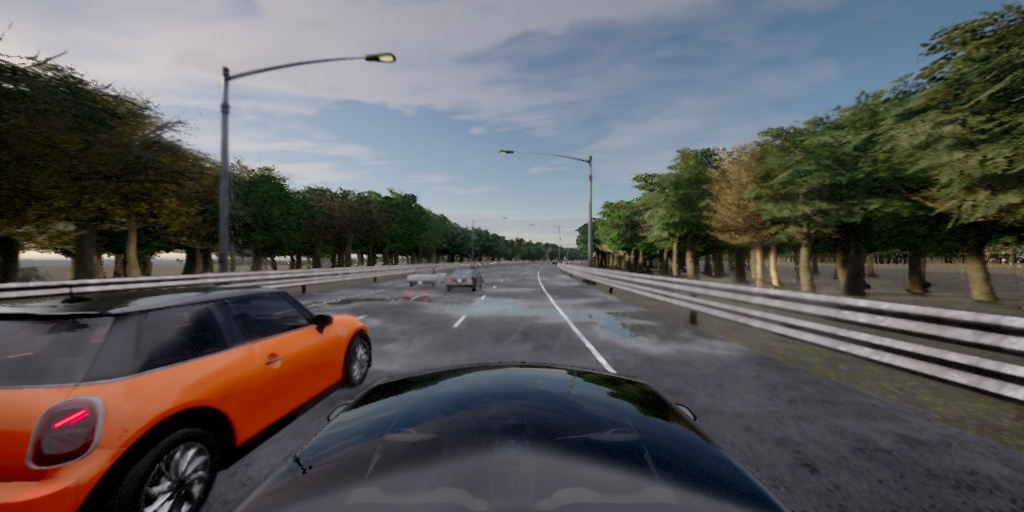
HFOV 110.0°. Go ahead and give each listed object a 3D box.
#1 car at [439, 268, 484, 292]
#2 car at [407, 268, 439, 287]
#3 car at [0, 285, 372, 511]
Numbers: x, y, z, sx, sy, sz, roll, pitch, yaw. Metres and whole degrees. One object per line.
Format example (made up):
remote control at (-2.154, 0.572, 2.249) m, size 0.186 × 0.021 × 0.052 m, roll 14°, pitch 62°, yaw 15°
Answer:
car at (-3.004, 1.520, 23.585) m, size 2.033 × 1.411 × 5.357 m, roll 0°, pitch -1°, yaw 2°
car at (-6.359, 1.605, 27.387) m, size 1.895 × 1.301 × 4.718 m, roll 0°, pitch -1°, yaw 2°
car at (-3.385, 1.123, 4.166) m, size 2.097 × 1.767 × 4.553 m, roll 0°, pitch -1°, yaw 0°
